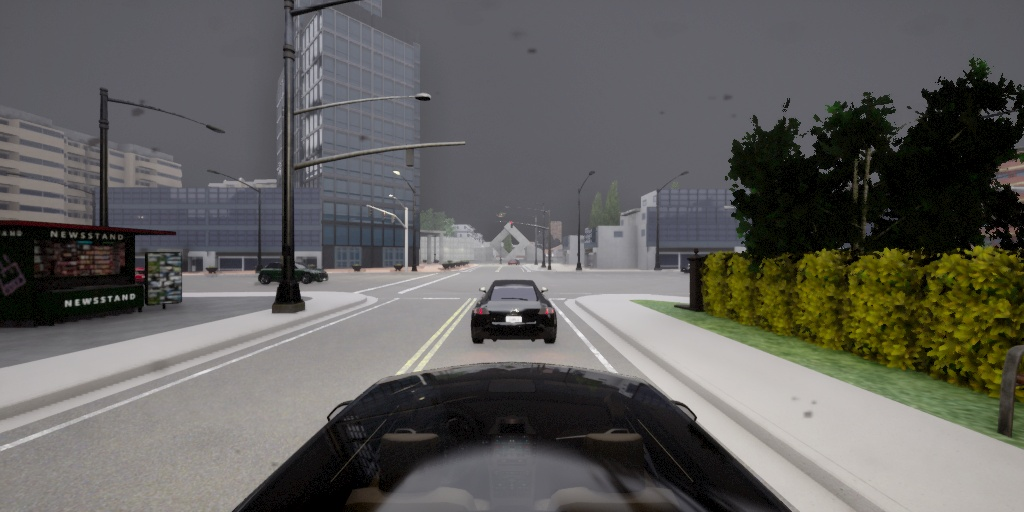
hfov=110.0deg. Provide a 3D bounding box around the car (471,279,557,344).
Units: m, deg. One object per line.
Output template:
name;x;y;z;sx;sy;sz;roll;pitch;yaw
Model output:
car;0.045;1.314;9.637;1.994;1.385;4.181;0;0;0

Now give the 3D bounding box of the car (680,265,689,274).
car;20.347;1.266;38.369;4.181;1.385;1.994;0;0;-2

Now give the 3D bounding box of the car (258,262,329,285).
car;-16.494;1.210;27.224;4.553;1.767;2.097;-1;0;-1

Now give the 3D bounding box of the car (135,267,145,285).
car;-30.534;1.254;27.054;5.566;2.045;2.150;-1;0;-1
